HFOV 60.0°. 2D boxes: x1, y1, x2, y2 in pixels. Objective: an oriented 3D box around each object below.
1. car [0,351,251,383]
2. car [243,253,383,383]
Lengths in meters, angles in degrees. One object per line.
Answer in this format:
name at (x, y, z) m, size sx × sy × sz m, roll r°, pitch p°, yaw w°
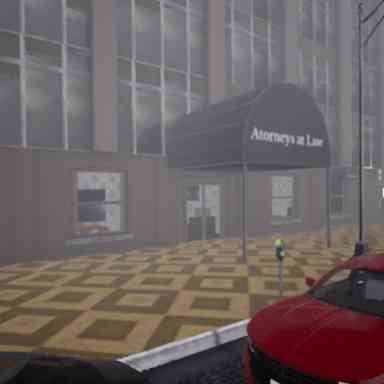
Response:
car at (-2.013, 1.567, 1.021) m, size 4.313 × 1.339 × 1.947 m, roll 0°, pitch 0°, yaw -35°
car at (2.631, 1.539, 4.298) m, size 4.507 × 1.381 × 1.887 m, roll 0°, pitch 0°, yaw -35°
